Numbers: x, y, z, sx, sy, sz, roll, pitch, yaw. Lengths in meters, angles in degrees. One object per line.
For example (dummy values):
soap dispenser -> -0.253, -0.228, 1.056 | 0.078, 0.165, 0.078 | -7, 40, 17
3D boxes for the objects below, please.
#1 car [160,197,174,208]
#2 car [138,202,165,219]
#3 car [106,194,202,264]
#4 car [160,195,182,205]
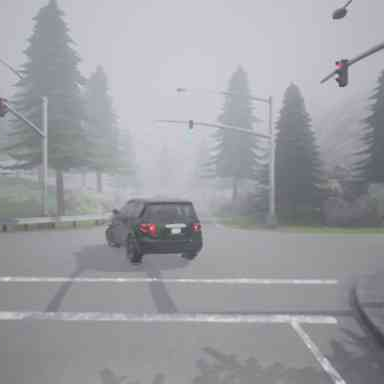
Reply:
car -> -3.874, 1.564, 50.908 | 1.837, 1.490, 4.892 | 0, 0, -8
car -> -3.594, 1.636, 30.569 | 1.895, 1.301, 4.718 | 0, 0, 0
car -> -1.570, 1.232, 12.268 | 2.150, 2.045, 5.566 | 1, 0, -24
car -> -3.916, 1.423, 61.241 | 2.097, 1.767, 4.553 | 0, 0, -35
